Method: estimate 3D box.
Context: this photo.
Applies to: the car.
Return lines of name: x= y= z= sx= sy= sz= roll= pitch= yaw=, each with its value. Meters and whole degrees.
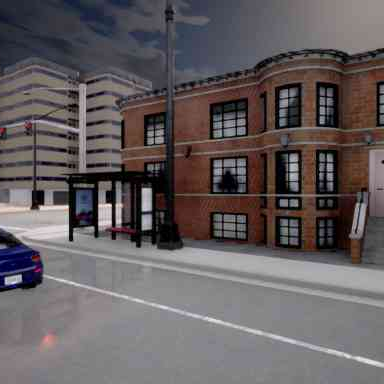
car: x=-5.278 y=1.508 z=7.711 sx=4.674 sy=1.442 sz=1.812 roll=0 pitch=0 yaw=36
